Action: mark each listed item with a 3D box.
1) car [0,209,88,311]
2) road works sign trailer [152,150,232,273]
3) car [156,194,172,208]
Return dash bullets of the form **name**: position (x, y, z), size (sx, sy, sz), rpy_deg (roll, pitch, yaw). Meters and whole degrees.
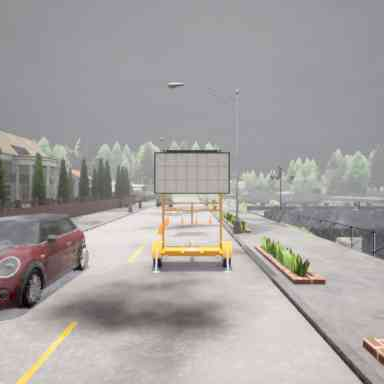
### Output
- **car**: position (-4.099, 1.352, 7.866), size (2.097, 1.767, 4.553), rpy_deg (0, 0, 0)
- **road works sign trailer**: position (0.003, 0.464, 10.659), size (2.380, 3.560, 2.880), rpy_deg (0, 0, 0)
- **car**: position (-4.087, 1.221, 49.366), size (2.150, 2.045, 5.566), rpy_deg (0, 0, 0)
